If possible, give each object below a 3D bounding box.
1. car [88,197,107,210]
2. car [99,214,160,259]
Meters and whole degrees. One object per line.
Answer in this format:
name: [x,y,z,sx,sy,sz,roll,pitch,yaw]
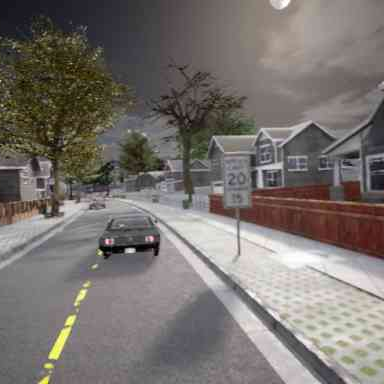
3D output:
car: [-11.740,1.344,41.393,1.812,1.442,4.674,-3,1,-15]
car: [-2.195,1.476,12.360,1.895,1.301,4.718,-3,1,-8]
